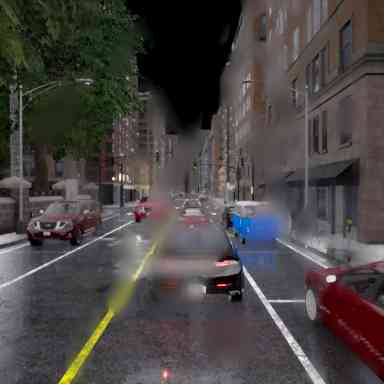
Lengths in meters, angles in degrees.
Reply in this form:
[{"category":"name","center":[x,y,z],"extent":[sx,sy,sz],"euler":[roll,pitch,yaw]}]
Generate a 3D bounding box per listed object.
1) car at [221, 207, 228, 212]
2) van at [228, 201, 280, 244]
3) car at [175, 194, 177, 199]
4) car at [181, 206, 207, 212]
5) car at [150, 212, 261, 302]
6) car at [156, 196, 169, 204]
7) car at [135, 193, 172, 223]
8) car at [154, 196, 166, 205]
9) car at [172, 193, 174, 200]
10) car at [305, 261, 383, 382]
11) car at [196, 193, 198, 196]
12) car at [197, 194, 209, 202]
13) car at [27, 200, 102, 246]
[{"category":"car","center":[2.855,1.557,21.203],"extent":[1.947,1.339,4.313],"euler":[0,0,0]},{"category":"van","center":[2.854,1.336,15.543],"extent":[1.690,1.788,3.998],"euler":[0,0,0]},{"category":"car","center":[-5.675,1.496,86.445],"extent":[2.008,1.369,4.403],"euler":[0,0,0]},{"category":"car","center":[0.102,1.519,18.497],"extent":[1.812,1.442,4.674],"euler":[0,0,0]},{"category":"car","center":[0.100,1.490,8.232],"extent":[2.128,1.511,4.902],"euler":[0,0,0]},{"category":"car","center":[-5.674,1.501,64.642],"extent":[2.008,1.369,4.403],"euler":[0,0,0]},{"category":"car","center":[-3.002,1.198,25.918],"extent":[2.150,2.045,5.566],"euler":[0,0,0]},{"category":"car","center":[-5.673,1.479,59.021],"extent":[1.752,1.417,4.829],"euler":[0,0,0]},{"category":"car","center":[-5.674,1.491,75.544],"extent":[1.887,1.381,4.507],"euler":[0,0,0]},{"category":"car","center":[2.855,1.544,4.222],"extent":[1.887,1.381,4.507],"euler":[0,0,0]},{"category":"car","center":[2.850,1.496,86.477],"extent":[2.008,1.369,4.403],"euler":[0,0,0]},{"category":"car","center":[2.850,1.386,75.580],"extent":[1.967,1.590,4.097],"euler":[0,0,0]},{"category":"car","center":[-5.670,1.310,15.502],"extent":[2.192,1.841,5.009],"euler":[0,0,0]}]
